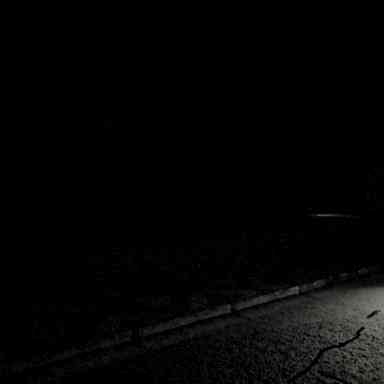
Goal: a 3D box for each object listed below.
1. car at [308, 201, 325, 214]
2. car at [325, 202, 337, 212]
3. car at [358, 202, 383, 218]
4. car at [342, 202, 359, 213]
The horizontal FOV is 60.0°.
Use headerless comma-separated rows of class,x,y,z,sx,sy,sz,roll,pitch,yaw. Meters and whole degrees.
car,12.052,1.712,37.708,1.837,1.490,4.892,1,-1,-36
car,15.957,1.799,42.462,1.752,1.417,4.829,0,0,-36
car,17.908,1.710,29.641,1.895,1.301,4.718,1,-1,-37
car,19.350,1.761,37.765,1.887,1.381,4.507,0,0,-36
